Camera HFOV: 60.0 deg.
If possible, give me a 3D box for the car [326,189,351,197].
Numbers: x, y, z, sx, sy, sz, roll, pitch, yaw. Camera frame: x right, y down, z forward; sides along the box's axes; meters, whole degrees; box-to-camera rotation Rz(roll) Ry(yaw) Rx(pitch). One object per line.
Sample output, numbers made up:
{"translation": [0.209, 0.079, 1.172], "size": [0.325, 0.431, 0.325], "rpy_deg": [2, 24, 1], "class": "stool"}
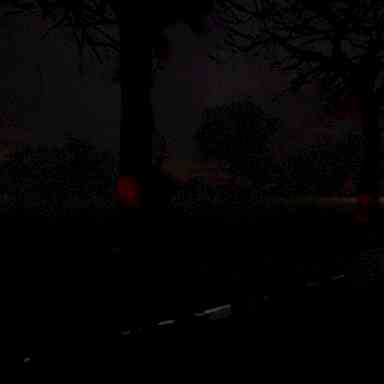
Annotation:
{"translation": [33.531, 0.270, 76.413], "size": [2.150, 2.045, 5.566], "rpy_deg": [2, -2, -35], "class": "car"}
